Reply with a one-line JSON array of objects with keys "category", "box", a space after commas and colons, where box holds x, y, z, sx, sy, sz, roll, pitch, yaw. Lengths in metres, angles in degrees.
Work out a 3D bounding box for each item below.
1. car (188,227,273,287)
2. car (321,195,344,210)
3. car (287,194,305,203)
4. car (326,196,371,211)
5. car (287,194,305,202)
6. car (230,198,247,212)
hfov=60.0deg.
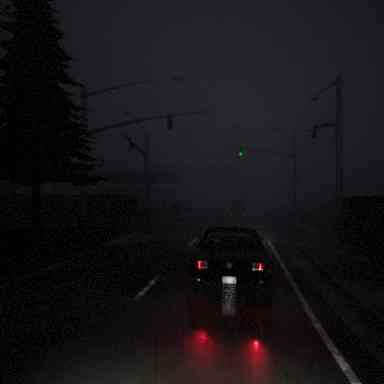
[{"category": "car", "box": [1.106, 1.645, 9.469, 1.895, 1.301, 4.718, 0, 0, 7]}, {"category": "car", "box": [18.767, 1.537, 41.570, 5.027, 1.636, 2.152, 0, 0, 8]}, {"category": "car", "box": [23.539, 1.722, 75.493, 3.806, 1.475, 1.970, 0, 0, 8]}, {"category": "car", "box": [18.377, 1.532, 38.457, 4.514, 1.523, 2.007, 0, 0, 8]}, {"category": "car", "box": [24.612, 1.454, 78.700, 3.866, 1.878, 1.905, 0, 0, 8]}, {"category": "car", "box": [5.903, 1.545, 42.344, 2.097, 1.767, 4.553, 0, 0, 8]}]
